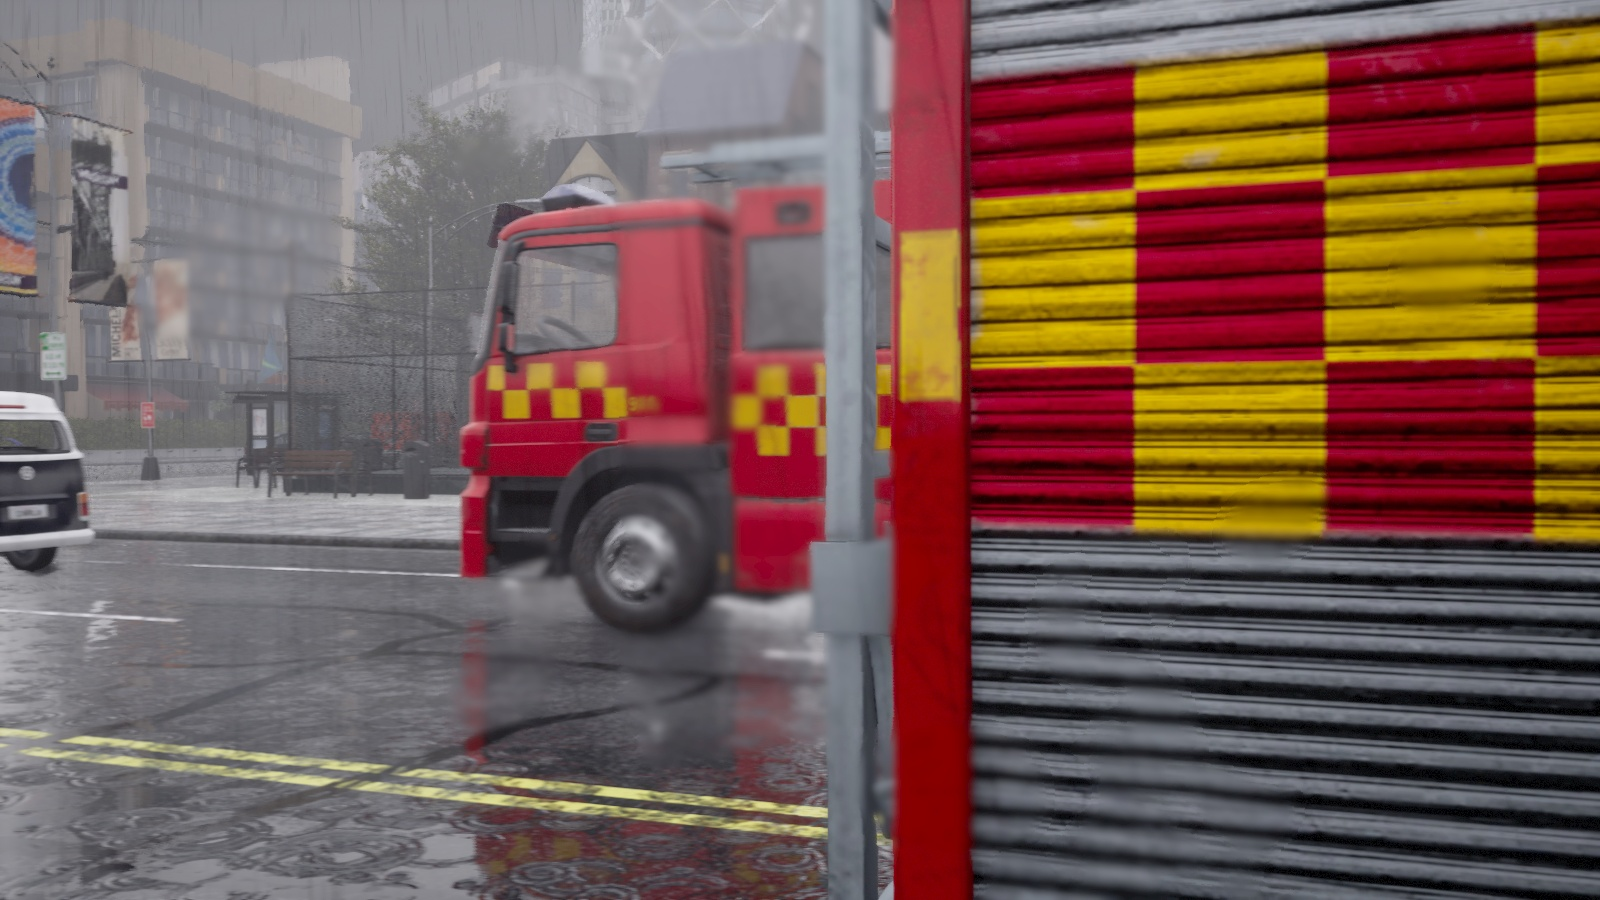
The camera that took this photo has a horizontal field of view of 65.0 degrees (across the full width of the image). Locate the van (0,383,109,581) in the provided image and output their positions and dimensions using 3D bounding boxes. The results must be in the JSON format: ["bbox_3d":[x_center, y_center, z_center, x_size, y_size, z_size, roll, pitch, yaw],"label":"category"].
[{"bbox_3d":[-10.262,0.291,13.964,4.480,2.038,2.069,1,1,20],"label":"van"}]

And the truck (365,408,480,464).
[{"bbox_3d":[-17.615,-0.670,58.920,2.627,2.467,5.204,1,1,18],"label":"truck"}]

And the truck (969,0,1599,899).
[{"bbox_3d":[4.692,-0.346,1.597,8.468,3.827,2.891,1,1,19],"label":"truck"}]

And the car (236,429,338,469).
[{"bbox_3d":[-20.398,-0.073,50.049,1.789,1.549,3.705,1,1,18],"label":"car"}]

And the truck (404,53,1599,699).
[{"bbox_3d":[1.291,-0.495,10.127,8.468,3.827,2.891,1,1,19],"label":"truck"}]
